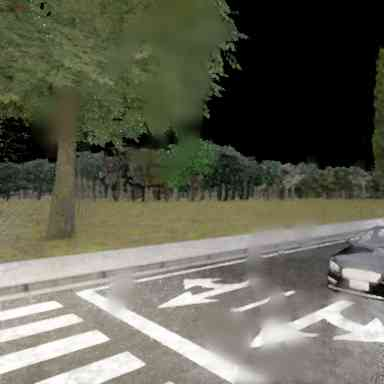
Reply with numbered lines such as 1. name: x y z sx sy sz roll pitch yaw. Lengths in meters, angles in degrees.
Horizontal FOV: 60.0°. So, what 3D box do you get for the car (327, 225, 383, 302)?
1. car: 5.126 1.571 8.108 4.902 1.511 2.128 0 -1 -41
